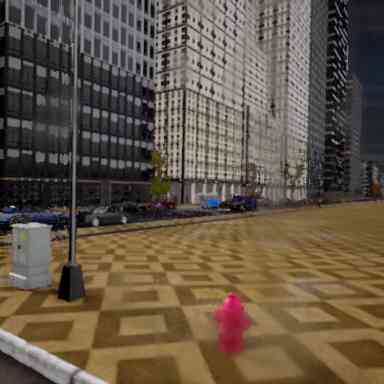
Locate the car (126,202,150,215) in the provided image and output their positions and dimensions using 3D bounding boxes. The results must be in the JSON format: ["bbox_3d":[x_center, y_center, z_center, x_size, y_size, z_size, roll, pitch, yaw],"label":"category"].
[{"bbox_3d":[-6.806,1.645,33.383,1.895,1.301,4.718,2,0,35],"label":"car"}]

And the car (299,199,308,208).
[{"bbox_3d":[19.261,2.134,60.814,1.802,1.307,4.206,1,0,35],"label":"car"}]

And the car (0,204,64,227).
[{"bbox_3d":[-10.983,1.548,22.736,2.033,1.411,5.357,2,0,44],"label":"car"}]

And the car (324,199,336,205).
[{"bbox_3d":[32.129,2.335,79.356,1.947,1.339,4.313,1,0,35],"label":"car"}]

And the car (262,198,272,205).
[{"bbox_3d":[15.597,1.980,70.228,1.802,1.307,4.206,1,0,35],"label":"car"}]

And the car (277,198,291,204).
[{"bbox_3d":[22.028,2.072,79.497,1.947,1.339,4.313,1,0,35],"label":"car"}]

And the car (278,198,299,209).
[{"bbox_3d":[16.045,2.064,56.178,1.947,1.339,4.313,1,0,35],"label":"car"}]

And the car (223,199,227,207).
[{"bbox_3d":[5.992,1.773,51.676,1.837,1.490,4.892,2,0,35],"label":"car"}]

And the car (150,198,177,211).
[{"bbox_3d":[-3.697,1.510,42.421,1.967,1.590,4.097,1,0,35],"label":"car"}]

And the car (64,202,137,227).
[{"bbox_3d":[-6.365,1.666,23.656,2.008,1.369,4.403,1,0,35],"label":"car"}]

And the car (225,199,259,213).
[{"bbox_3d":[6.394,1.900,42.271,1.947,1.339,4.313,1,0,35],"label":"car"}]

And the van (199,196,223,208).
[{"bbox_3d":[2.736,1.521,51.690,1.690,1.788,3.998,1,0,35],"label":"van"}]

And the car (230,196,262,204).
[{"bbox_3d":[7.828,1.554,48.957,2.150,2.045,5.566,2,1,35],"label":"car"}]

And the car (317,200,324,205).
[{"bbox_3d":[25.695,2.227,70.085,1.947,1.339,4.313,1,0,35],"label":"car"}]

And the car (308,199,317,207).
[{"bbox_3d":[22.480,2.047,65.449,1.967,1.590,4.097,1,0,35],"label":"car"}]
